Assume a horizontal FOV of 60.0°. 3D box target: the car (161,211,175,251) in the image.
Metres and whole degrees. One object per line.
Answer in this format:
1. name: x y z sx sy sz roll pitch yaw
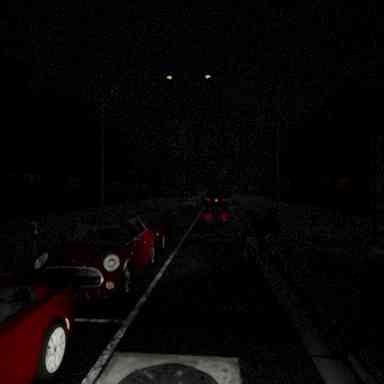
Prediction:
1. car: -1.751 1.428 13.649 1.887 1.381 4.507 0 0 4

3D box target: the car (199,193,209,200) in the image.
1. car: 2.700 1.019 73.587 2.008 1.369 4.403 0 0 4

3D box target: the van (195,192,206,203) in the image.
1. van: 1.486 0.911 57.239 1.690 1.788 3.998 0 0 4

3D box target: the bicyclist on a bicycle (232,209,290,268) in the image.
1. bicyclist on a bicycle: 1.890 1.294 9.458 1.656 1.620 0.582 -9 0 4

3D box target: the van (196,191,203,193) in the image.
1. van: 1.082 0.945 51.789 1.690 1.788 3.998 0 0 4

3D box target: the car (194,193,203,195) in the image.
1. car: 0.676 1.220 46.342 1.802 1.307 4.206 0 0 4

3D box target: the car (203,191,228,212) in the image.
1. car: 2.575 0.934 34.916 2.150 2.045 5.566 0 -1 4

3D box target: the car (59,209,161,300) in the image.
1. car: -2.156 1.367 8.199 1.967 1.590 4.097 0 0 4

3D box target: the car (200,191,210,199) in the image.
1. car: 3.105 0.753 79.034 2.192 1.841 5.009 0 0 4

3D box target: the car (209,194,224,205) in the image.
1. car: 3.794 1.103 51.387 2.128 1.511 4.902 0 0 4

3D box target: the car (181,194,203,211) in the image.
1. car: -0.145 1.237 35.276 1.752 1.417 4.829 0 0 4

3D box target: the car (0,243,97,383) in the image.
1. car: -2.558 1.516 2.751 1.887 1.381 4.507 0 0 4

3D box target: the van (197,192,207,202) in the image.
1. van: 1.891 0.877 62.688 1.690 1.788 3.998 0 0 4
